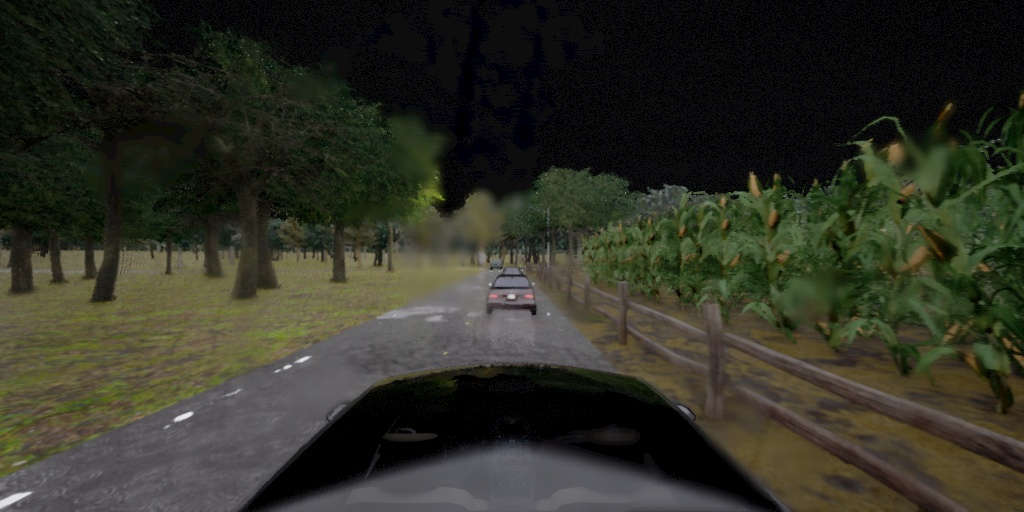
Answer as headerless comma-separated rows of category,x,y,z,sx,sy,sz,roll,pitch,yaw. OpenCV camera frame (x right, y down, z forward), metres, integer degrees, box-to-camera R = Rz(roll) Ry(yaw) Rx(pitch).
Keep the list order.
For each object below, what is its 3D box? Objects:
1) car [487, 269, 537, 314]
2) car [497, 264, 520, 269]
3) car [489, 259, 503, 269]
car,0.012,1.424,14.372,2.033,1.411,5.357,0,-1,0
car,0.024,1.587,30.280,1.994,1.385,4.181,0,0,1
car,-2.752,1.501,63.356,2.150,2.045,5.566,0,-1,0
